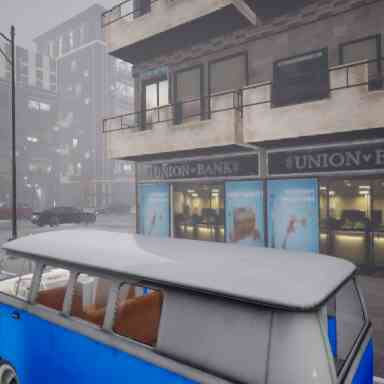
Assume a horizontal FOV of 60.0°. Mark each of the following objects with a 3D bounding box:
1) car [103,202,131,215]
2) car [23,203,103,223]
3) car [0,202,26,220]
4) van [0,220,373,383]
[{"bbox_3d":[-8.612,1.798,36.407,1.947,1.339,4.313,-2,-1,36],"label":"car"},{"bbox_3d":[-8.542,1.583,22.356,1.947,1.339,4.313,-2,-1,36],"label":"car"},{"bbox_3d":[-15.293,1.608,27.325,1.967,1.590,4.097,-2,-1,36],"label":"car"},{"bbox_3d":[-0.450,1.342,3.182,3.998,1.788,1.690,0,-1,36],"label":"van"}]
